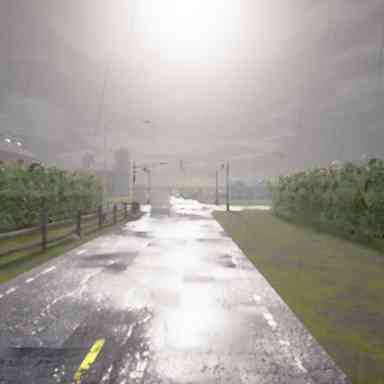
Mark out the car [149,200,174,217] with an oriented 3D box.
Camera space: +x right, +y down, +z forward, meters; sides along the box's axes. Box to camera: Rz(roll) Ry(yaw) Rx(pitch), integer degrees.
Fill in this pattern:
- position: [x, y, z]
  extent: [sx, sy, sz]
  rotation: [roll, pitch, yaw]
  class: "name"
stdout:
- position: [-2.772, 1.515, 31.051]
  extent: [1.837, 1.490, 4.892]
  rotation: [0, -1, 0]
  class: "car"
